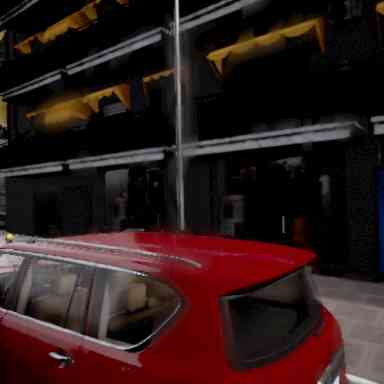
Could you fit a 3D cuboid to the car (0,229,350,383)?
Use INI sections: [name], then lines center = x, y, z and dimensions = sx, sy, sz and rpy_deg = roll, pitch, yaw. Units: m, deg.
[car]
center = -1.063, 1.331, 3.466
dimensions = 5.009, 1.841, 2.192
rpy_deg = 0, -1, 36
